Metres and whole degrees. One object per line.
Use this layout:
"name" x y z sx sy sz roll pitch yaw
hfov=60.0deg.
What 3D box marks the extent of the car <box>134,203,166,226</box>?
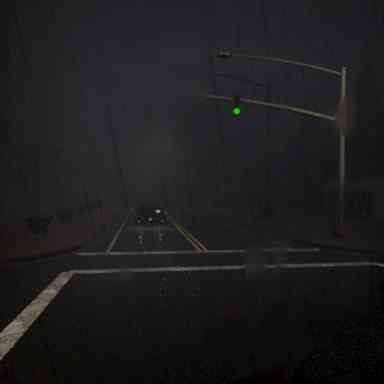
"car" -2.820 1.461 22.340 1.994 1.385 4.181 1 0 -9
